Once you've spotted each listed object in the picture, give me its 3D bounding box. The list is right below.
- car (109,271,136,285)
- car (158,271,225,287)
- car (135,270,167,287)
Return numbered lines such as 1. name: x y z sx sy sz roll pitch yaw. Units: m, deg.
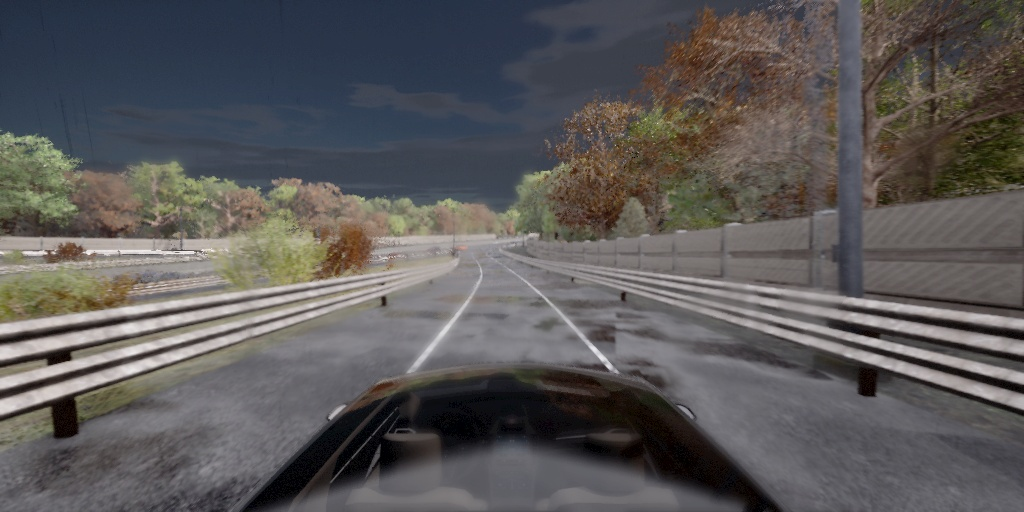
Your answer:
1. car: -38.775 2.204 38.072 2.033 1.411 5.357 1 4 16
2. car: -32.001 2.352 36.313 1.895 1.301 4.718 1 4 16
3. car: -35.394 2.270 37.158 1.994 1.385 4.181 1 4 16
